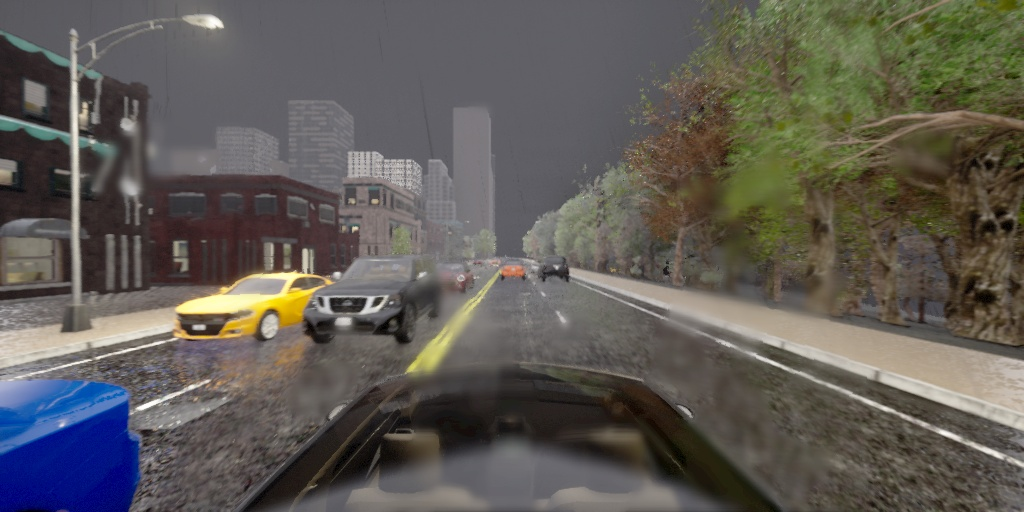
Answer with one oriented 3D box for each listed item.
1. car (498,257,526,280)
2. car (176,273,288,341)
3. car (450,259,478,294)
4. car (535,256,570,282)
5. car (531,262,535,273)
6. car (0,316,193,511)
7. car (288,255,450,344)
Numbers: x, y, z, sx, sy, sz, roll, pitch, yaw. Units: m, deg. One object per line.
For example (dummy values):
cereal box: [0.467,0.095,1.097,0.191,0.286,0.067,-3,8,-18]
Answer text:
car: [0.107,1.111,31.988,2.097,1.767,4.553,0,0,0]
car: [-6.594,1.231,10.058,1.882,1.535,5.008,0,0,0]
car: [-3.328,1.108,20.012,2.097,1.767,4.553,0,0,0]
car: [3.363,0.981,29.588,2.150,2.045,5.566,0,0,0]
car: [3.292,1.362,42.461,1.895,1.301,4.718,0,0,1]
car: [-3.347,1.228,0.168,1.882,1.535,5.008,0,0,0]
car: [-3.347,0.975,9.944,2.150,2.045,5.566,0,0,0]
